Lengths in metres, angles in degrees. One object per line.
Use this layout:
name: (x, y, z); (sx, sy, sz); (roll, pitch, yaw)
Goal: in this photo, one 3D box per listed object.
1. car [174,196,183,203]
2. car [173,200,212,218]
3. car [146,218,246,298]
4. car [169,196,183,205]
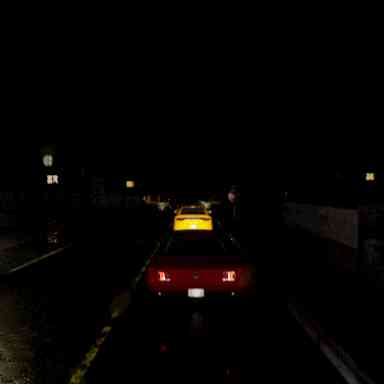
car: (-2.922, 1.505, 72.442); (1.812, 1.442, 4.674); (0, 0, 0)
car: (0.049, 1.435, 17.867); (1.882, 1.535, 5.008); (0, 0, 0)
car: (0.077, 1.577, 8.392); (1.895, 1.301, 4.718); (0, 0, 0)
car: (-2.953, 1.445, 57.416); (2.128, 1.511, 4.902); (0, 0, 0)
